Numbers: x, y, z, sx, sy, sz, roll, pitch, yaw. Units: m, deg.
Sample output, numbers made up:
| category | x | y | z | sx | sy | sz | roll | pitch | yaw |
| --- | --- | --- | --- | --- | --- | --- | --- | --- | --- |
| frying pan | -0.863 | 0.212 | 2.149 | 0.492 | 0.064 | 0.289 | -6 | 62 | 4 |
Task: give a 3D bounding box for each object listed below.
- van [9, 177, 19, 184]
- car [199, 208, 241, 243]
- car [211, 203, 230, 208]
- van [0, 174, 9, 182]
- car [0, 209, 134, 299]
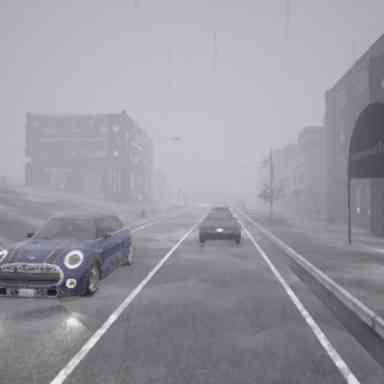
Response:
| category | x | y | z | sx | sy | sz | roll | pitch | yaw |
| --- | --- | --- | --- | --- | --- | --- | --- | --- | --- |
| van | -32.690 | -1.674 | 58.603 | 1.878 | 1.987 | 4.442 | 1 | -4 | -12 |
| car | 1.412 | 1.702 | 16.866 | 1.994 | 1.385 | 4.181 | 0 | -1 | 5 |
| car | 2.956 | 1.906 | 34.708 | 1.882 | 1.535 | 5.008 | 0 | -1 | 5 |
| van | -31.556 | -2.004 | 53.191 | 1.878 | 1.987 | 4.442 | 1 | -3 | -10 |
| car | -3.021 | 1.376 | 8.689 | 2.097 | 1.767 | 4.553 | 0 | 0 | 5 |
